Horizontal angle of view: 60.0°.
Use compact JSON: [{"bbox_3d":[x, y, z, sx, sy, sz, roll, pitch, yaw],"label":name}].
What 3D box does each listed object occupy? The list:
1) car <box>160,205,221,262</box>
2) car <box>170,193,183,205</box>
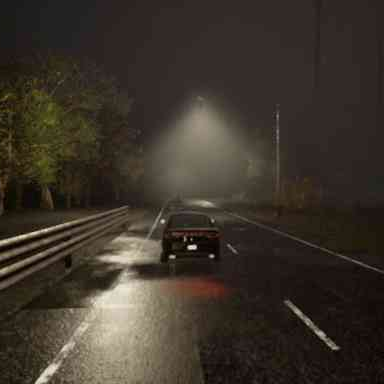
[{"bbox_3d":[-0.135,1.454,12.166,1.882,1.535,5.008,0,0,-3],"label":"car"},{"bbox_3d":[-2.426,1.379,51.143,2.128,1.511,4.902,0,0,-3],"label":"car"}]
